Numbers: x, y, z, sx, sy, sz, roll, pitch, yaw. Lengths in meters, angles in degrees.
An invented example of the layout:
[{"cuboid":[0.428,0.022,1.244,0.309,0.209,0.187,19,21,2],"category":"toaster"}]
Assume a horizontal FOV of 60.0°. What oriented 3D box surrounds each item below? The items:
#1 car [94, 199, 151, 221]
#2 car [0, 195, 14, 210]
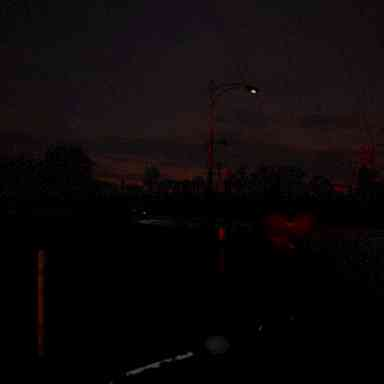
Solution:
[{"cuboid":[-4.961,1.228,23.723,4.181,1.385,1.994,1,0,30],"category":"car"},{"cuboid":[-19.500,0.919,32.606,5.008,1.535,1.882,1,0,33],"category":"car"}]
